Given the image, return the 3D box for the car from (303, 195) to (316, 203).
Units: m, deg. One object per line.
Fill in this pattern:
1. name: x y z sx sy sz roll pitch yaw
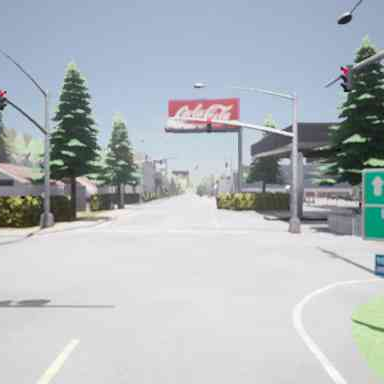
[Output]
1. car: 22.426 1.414 64.467 1.970 1.475 3.806 0 0 0

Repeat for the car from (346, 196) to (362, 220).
1. car: 14.339 1.450 25.390 3.866 1.878 1.905 0 0 0

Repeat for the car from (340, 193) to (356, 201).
1. car: 34.821 1.334 72.273 2.007 1.523 4.514 0 0 0
